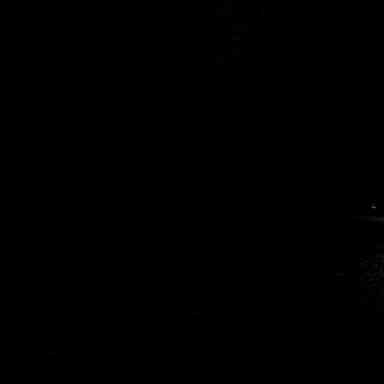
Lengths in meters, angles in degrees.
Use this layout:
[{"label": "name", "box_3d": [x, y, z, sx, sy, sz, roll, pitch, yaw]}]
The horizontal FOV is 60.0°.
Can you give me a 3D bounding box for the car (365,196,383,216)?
[{"label": "car", "box_3d": [16.502, 1.151, 29.014, 2.097, 1.767, 4.553, 0, 0, 22]}]
